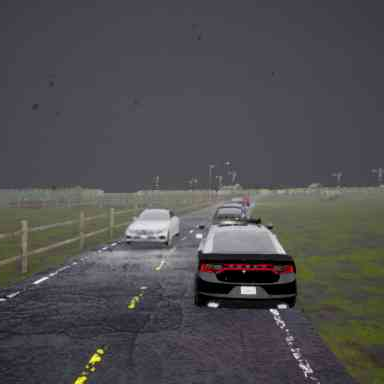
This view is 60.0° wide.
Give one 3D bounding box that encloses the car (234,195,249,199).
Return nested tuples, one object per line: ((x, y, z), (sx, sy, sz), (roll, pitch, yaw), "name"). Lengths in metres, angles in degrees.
((5.653, 1.438, 41.172), (1.882, 1.535, 5.008), (0, 0, 12), "car")

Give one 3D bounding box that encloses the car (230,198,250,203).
((2.944, 1.459, 23.613), (1.882, 1.535, 5.008), (0, 0, 10), "car")

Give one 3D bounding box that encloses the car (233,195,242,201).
((11.203, 1.505, 81.351), (1.895, 1.301, 4.718), (0, 0, 12), "car")

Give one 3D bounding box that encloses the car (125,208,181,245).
((-1.658, 1.517, 15.590), (1.812, 1.442, 4.674), (0, 0, 6), "car")

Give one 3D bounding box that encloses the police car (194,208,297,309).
((1.097, 1.423, 8.080), (1.930, 1.638, 5.238), (0, 0, 4), "police car")

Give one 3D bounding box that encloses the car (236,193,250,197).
((7.749, 1.167, 51.278), (2.150, 2.045, 5.566), (0, 0, 12), "car")

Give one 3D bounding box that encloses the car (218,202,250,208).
((2.048, 1.494, 17.772), (1.837, 1.490, 4.892), (0, 0, 8), "car")
